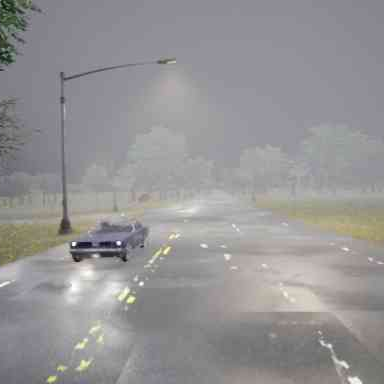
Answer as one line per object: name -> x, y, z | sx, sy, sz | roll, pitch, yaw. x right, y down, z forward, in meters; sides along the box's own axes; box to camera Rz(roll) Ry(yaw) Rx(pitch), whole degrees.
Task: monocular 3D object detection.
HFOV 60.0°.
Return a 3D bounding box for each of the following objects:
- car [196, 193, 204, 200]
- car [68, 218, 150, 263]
car -> 2.276, 1.201, 94.493 | 2.097, 1.767, 4.553 | -1, 0, 5
car -> -2.922, 1.715, 12.659 | 1.895, 1.301, 4.718 | -1, 0, 3
